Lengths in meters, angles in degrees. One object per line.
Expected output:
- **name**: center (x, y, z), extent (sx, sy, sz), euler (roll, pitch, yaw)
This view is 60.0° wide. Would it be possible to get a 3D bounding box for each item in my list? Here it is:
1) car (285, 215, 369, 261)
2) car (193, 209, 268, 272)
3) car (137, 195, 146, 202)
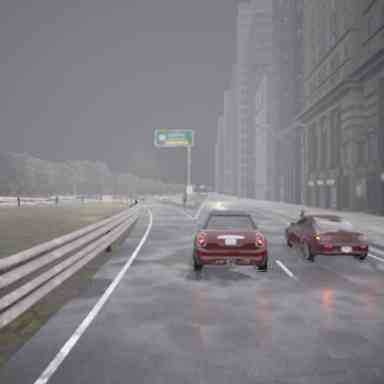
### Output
- **car**: center (4.726, 1.549, 12.202), extent (1.812, 1.442, 4.674), euler (0, 0, 3)
- **car**: center (1.168, 1.374, 11.122), extent (2.097, 1.767, 4.553), euler (0, 0, 3)
- **car**: center (-11.615, 1.465, 75.966), extent (2.128, 1.511, 4.902), euler (0, 0, -12)
